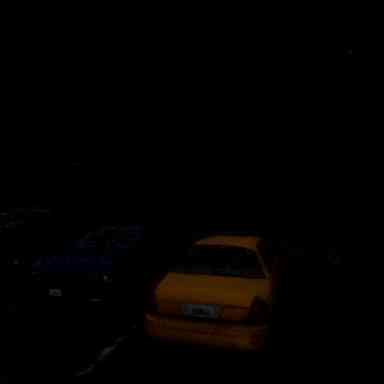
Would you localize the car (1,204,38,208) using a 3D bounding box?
[{"bbox_3d":[-8.916,1.479,13.100,1.946,1.575,5.366,1,-1,15],"label":"car"}]

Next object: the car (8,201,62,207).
[{"bbox_3d":[-19.325,2.287,40.971,5.366,1.575,1.946,2,-2,15],"label":"car"}]

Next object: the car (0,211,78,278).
[{"bbox_3d":[-4.057,1.515,9.869,2.163,1.488,4.792,0,-1,16],"label":"car"}]

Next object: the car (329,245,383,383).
[{"bbox_3d":[3.169,1.487,4.680,2.097,1.535,5.008,0,-1,15],"label":"car"}]

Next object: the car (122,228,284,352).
[{"bbox_3d":[0.799,1.486,6.581,1.946,1.575,5.366,0,-1,16],"label":"car"}]

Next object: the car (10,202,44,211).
[{"bbox_3d":[-29.256,2.602,59.056,5.366,1.575,1.946,0,-2,15],"label":"car"}]

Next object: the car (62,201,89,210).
[{"bbox_3d":[-23.481,2.774,67.019,4.553,1.767,2.185,0,-2,15],"label":"car"}]

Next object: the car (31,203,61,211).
[{"bbox_3d":[-27.112,2.737,61.795,4.792,1.488,2.163,0,-2,15],"label":"car"}]

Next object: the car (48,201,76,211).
[{"bbox_3d":[-25.235,2.685,64.598,4.553,1.767,2.185,0,-2,15],"label":"car"}]

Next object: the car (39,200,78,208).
[{"bbox_3d":[-17.738,2.141,43.497,5.566,2.045,2.435,1,-1,15],"label":"car"}]

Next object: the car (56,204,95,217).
[{"bbox_3d":[-16.046,2.531,45.963,4.674,1.452,2.002,1,-1,15],"label":"car"}]

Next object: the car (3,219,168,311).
[{"bbox_3d":[-1.659,1.486,8.123,2.097,1.535,5.008,1,-1,16],"label":"car"}]

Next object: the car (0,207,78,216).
[{"bbox_3d":[-6.470,1.486,11.565,2.231,1.521,4.892,1,-1,16],"label":"car"}]
